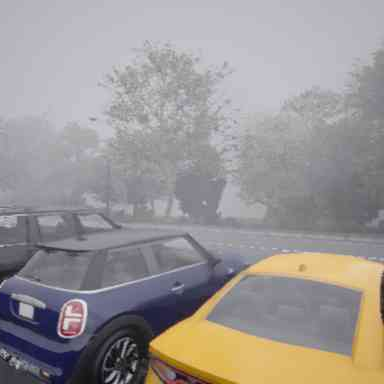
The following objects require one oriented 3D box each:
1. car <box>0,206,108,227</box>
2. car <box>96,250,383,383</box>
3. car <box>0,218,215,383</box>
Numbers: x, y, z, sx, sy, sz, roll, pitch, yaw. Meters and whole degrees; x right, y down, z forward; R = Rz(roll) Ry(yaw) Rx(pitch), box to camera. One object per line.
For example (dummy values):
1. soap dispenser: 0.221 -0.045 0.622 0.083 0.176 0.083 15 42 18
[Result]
1. car: -2.914 1.311 7.252 2.435 2.045 5.566 -1 -1 35
2. car: 1.589 1.489 4.004 2.097 1.535 5.008 -1 -1 35
3. car: -0.689 1.398 5.595 2.185 1.767 4.553 -1 -1 35
